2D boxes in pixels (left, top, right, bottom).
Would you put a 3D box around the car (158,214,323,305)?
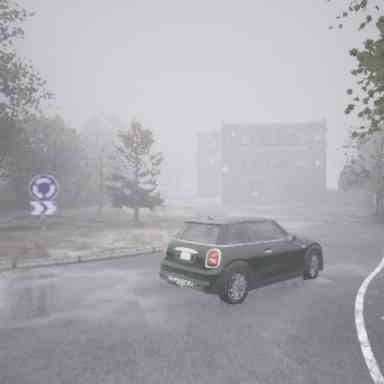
[{"bbox_3d":[1.444,1.405,8.520,4.553,1.767,2.097,1,-1,-41],"label":"car"}]
